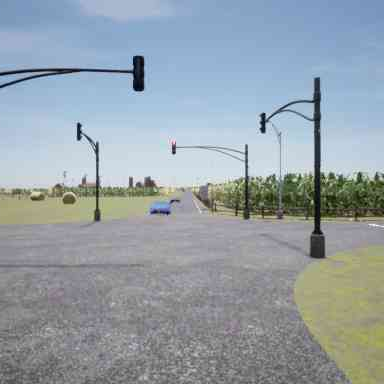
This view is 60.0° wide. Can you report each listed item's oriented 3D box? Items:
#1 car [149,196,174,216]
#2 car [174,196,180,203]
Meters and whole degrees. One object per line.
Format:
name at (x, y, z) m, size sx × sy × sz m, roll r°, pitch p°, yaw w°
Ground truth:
car at (-3.099, 1.505, 33.040) m, size 1.882 × 1.535 × 5.008 m, roll 0°, pitch 1°, yaw -1°
car at (-3.414, 1.458, 68.071) m, size 2.033 × 1.411 × 5.357 m, roll 0°, pitch 0°, yaw 0°
